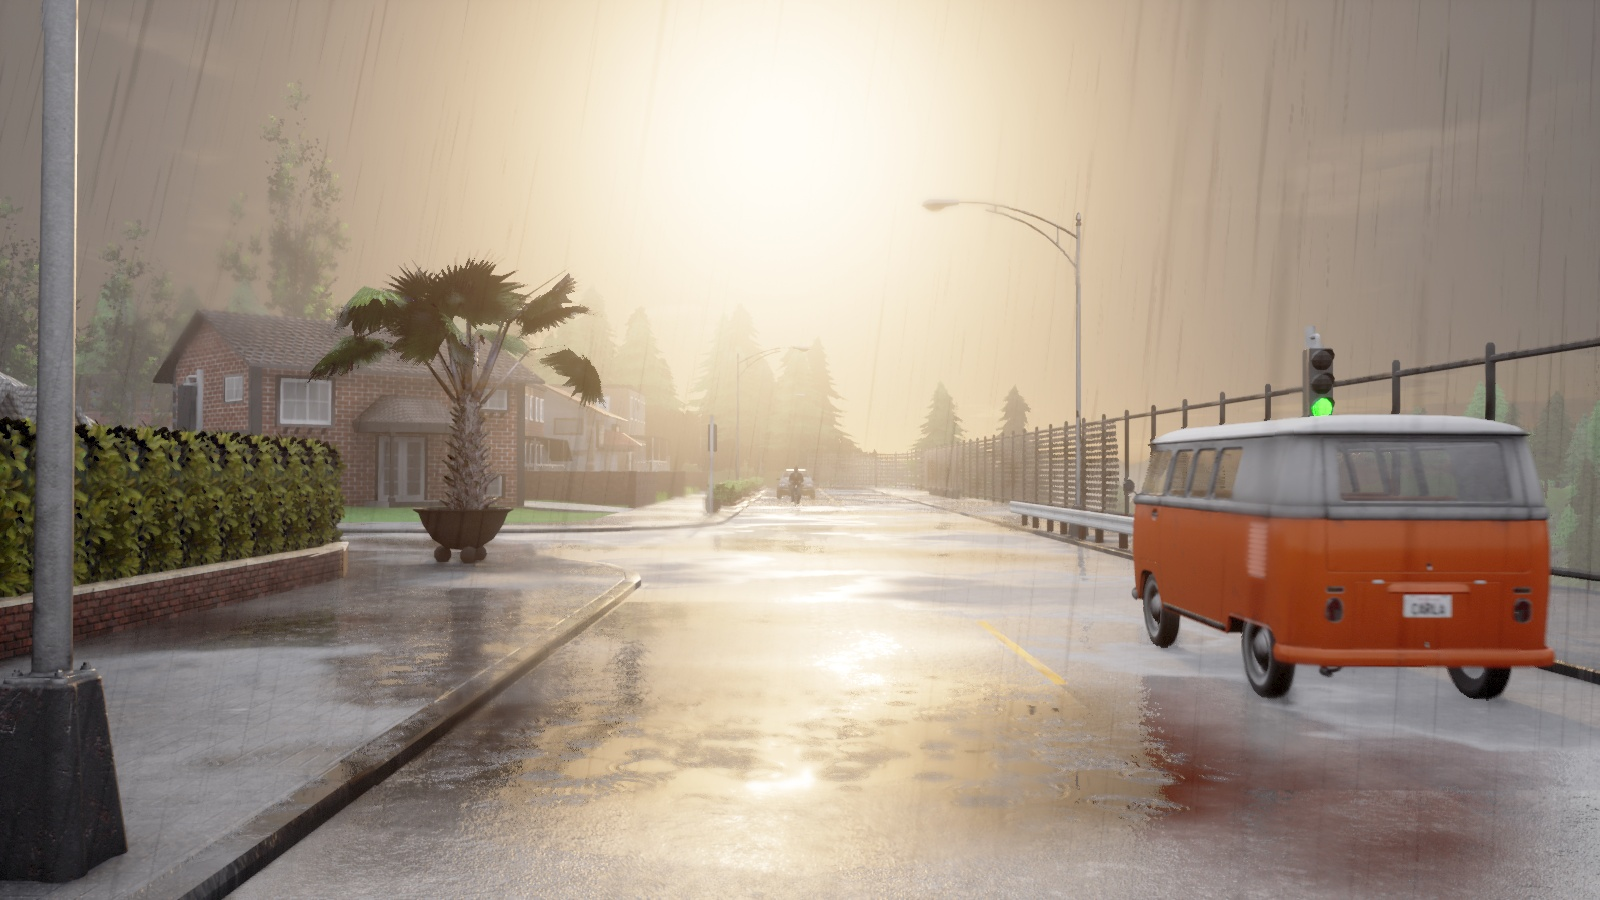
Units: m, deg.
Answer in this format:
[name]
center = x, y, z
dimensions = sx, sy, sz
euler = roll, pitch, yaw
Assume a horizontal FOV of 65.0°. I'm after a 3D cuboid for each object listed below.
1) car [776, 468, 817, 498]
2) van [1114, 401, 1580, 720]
[car]
center = -0.213, 1.861, 71.725
dimensions = 2.242, 1.667, 4.611
euler = 0, -1, 0
[van]
center = 3.972, 0.721, 10.076
dimensions = 1.775, 1.987, 4.442
euler = 0, -1, 0
